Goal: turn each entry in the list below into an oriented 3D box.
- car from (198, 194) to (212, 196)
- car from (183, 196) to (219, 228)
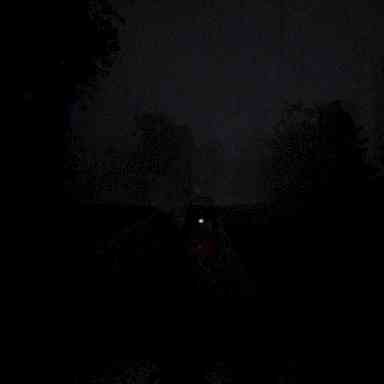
[{"bbox_3d":[1.473,0.948,36.105,2.128,1.511,4.902,0,1,7],"label":"car"},{"bbox_3d":[0.544,1.227,19.998,1.837,1.490,4.892,0,1,2],"label":"car"}]
